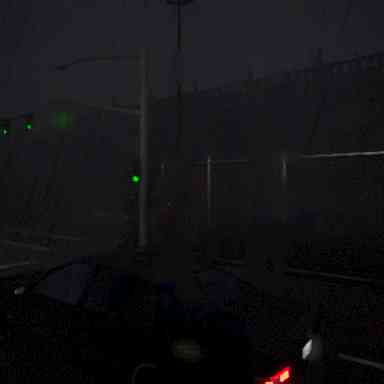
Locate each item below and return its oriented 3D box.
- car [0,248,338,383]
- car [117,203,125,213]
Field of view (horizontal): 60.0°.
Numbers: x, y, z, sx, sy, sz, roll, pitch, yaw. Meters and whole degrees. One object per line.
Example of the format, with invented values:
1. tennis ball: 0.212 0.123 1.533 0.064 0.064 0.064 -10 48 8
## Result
1. car: -0.943 1.540 4.642 5.357 1.411 2.033 0 0 36
2. car: -5.999 1.474 36.484 1.882 1.535 5.008 0 0 35
